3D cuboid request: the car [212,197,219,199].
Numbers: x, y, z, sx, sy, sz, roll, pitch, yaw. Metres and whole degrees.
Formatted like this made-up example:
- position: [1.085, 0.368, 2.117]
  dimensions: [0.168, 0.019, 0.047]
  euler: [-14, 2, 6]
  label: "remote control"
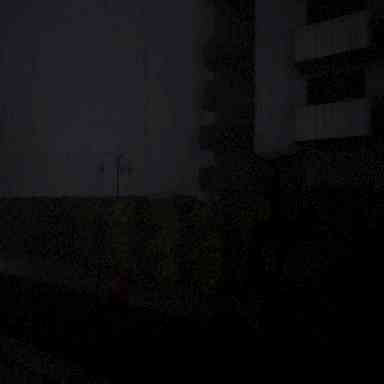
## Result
- position: [3.672, 1.491, 45.673]
  dimensions: [2.128, 1.511, 4.902]
  euler: [0, 0, 36]
  label: "car"
